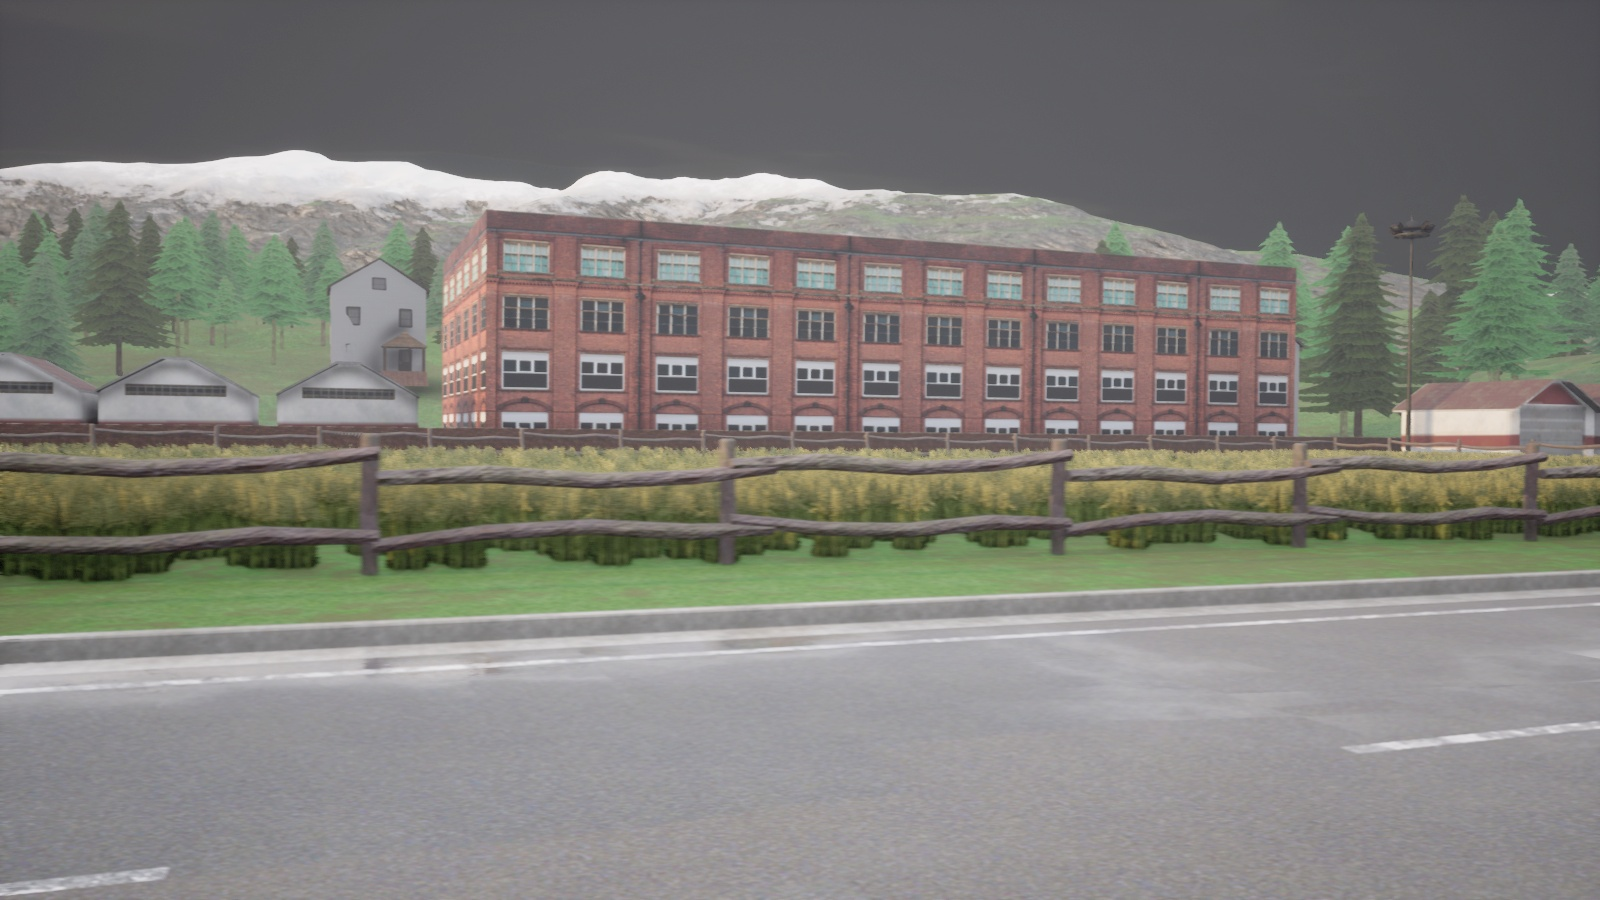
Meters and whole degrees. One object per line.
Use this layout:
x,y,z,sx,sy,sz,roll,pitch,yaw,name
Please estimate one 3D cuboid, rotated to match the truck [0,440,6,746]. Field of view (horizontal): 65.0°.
-7.566,-0.168,4.014,7.936,3.462,2.891,-1,1,-14,truck
